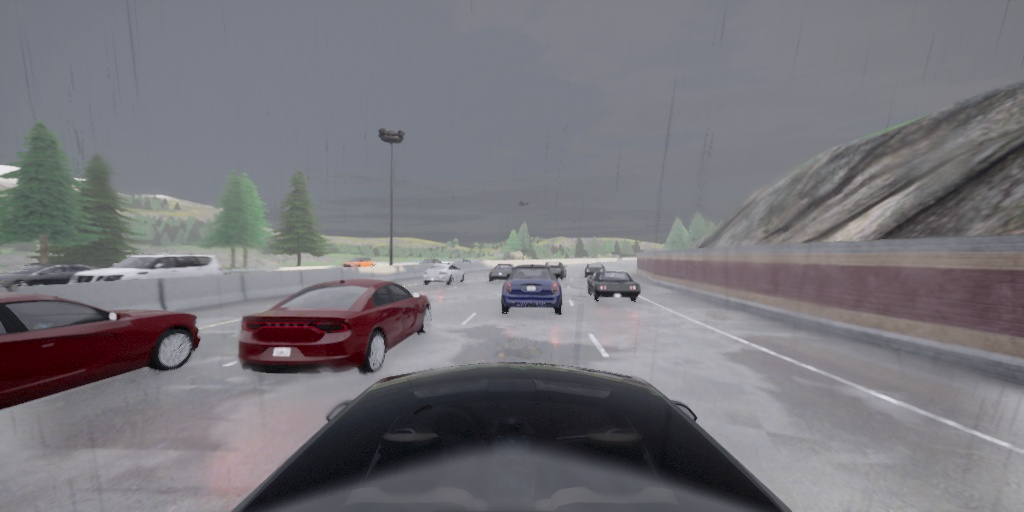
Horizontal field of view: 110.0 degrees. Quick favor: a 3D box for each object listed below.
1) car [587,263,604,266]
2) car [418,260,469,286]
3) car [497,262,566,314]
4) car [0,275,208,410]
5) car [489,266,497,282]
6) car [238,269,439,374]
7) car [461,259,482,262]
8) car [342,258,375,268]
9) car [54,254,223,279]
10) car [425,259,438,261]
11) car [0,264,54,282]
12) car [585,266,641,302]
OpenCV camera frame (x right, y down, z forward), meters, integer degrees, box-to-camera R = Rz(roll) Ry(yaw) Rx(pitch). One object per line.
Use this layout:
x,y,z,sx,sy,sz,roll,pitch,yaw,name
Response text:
8.041,1.356,34.467,1.895,1.301,4.718,0,0,15,car
-4.711,1.246,25.181,1.812,1.442,4.674,0,0,9,car
0.833,1.097,14.039,2.097,1.767,4.553,0,0,5,car
-6.761,1.204,4.599,1.882,1.535,5.008,0,0,1,car
-0.485,1.295,28.625,1.994,1.385,4.181,0,0,11,car
-3.158,1.214,7.572,1.882,1.535,5.008,0,0,3,car
-6.005,1.221,58.826,1.812,1.442,4.674,0,0,22,car
-20.799,1.007,48.610,2.097,1.767,4.553,0,0,17,car
-16.678,0.908,16.864,2.150,2.045,5.566,0,0,6,car
-13.504,1.176,58.966,1.837,1.490,4.892,0,0,22,car
-23.536,1.156,18.191,2.128,1.511,4.902,0,0,6,car
4.668,1.356,17.138,1.895,1.301,4.718,0,0,7,car
